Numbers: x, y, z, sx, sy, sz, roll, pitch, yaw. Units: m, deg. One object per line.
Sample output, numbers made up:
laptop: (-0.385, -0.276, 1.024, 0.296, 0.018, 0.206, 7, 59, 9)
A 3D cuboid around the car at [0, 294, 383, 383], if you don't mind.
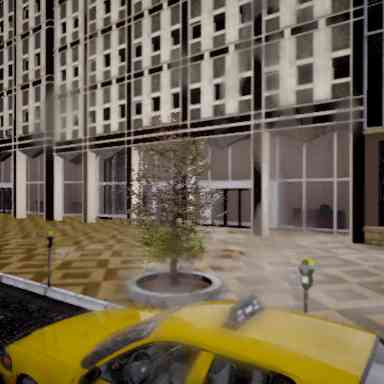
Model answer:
car: (0.195, 1.534, 2.726, 4.829, 1.417, 1.752, 0, 0, 36)
